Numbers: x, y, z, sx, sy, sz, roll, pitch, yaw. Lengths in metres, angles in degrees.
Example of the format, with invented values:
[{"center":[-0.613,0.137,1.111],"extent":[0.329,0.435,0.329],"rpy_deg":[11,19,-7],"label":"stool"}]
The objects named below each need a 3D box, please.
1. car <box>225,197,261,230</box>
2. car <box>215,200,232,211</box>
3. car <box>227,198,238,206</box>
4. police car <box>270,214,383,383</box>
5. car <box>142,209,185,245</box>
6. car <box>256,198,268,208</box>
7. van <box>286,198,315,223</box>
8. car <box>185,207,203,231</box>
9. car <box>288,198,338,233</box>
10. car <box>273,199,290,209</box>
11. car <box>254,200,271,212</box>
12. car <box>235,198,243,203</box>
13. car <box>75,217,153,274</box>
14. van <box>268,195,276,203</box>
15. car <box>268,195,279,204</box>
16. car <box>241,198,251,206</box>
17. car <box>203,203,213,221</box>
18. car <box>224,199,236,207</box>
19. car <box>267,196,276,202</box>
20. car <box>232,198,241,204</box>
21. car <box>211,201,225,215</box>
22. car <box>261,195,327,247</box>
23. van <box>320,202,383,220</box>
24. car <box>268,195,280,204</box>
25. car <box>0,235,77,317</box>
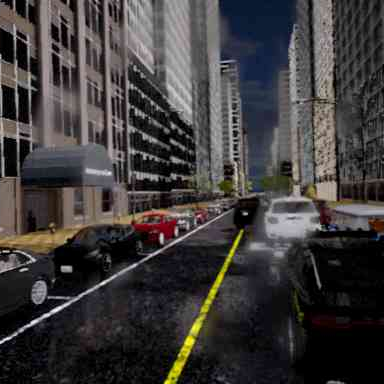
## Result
[{"center":[4.690,1.336,21.797],"extent":[2.150,2.045,5.566],"rpy_deg":[-3,-1,35],"label":"car"},{"center":[4.822,1.988,50.390],"extent":[2.008,1.369,4.403],"rpy_deg":[-2,-1,11],"label":"car"},{"center":[8.200,1.970,67.103],"extent":[1.967,1.590,4.097],"rpy_deg":[-2,-1,11],"label":"car"},{"center":[2.488,1.420,5.637],"extent":[1.930,1.638,5.238],"rpy_deg":[-2,-1,11],"label":"police car"},{"center":[-1.943,1.795,16.967],"extent":[1.887,1.381,4.507],"rpy_deg":[-2,-1,11],"label":"car"},{"center":[11.707,1.826,55.702],"extent":[1.812,1.442,4.674],"rpy_deg":[-2,-1,11],"label":"car"},{"center":[8.514,1.400,26.450],"extent":[1.690,1.788,3.998],"rpy_deg":[-2,-1,11],"label":"van"},{"center":[-0.816,1.832,22.537],"extent":[2.008,1.369,4.403],"rpy_deg":[-2,-1,11],"label":"car"},{"center":[7.386,1.343,20.880],"extent":[2.192,1.841,5.009],"rpy_deg":[-2,-1,11],"label":"car"},{"center":[13.033,1.734,48.729],"extent":[2.008,1.369,4.403],"rpy_deg":[-2,-1,11],"label":"car"},{"center":[9.074,1.791,42.603],"extent":[1.994,1.385,4.181],"rpy_deg":[-2,-1,12],"label":"car"},{"center":[12.715,2.217,89.384],"extent":[1.947,1.339,4.313],"rpy_deg":[-2,-1,11],"label":"car"},{"center":[-3.070,1.785,11.396],"extent":[1.947,1.339,4.313],"rpy_deg":[-2,-1,11],"label":"car"},{"center":[19.790,1.709,82.156],"extent":[1.690,1.788,3.998],"rpy_deg":[-2,-1,11],"label":"van"},{"center":[18.661,1.652,76.586],"extent":[2.192,1.841,5.009],"rpy_deg":[-2,-1,11],"label":"car"},{"center":[10.719,1.970,65.932],"extent":[1.812,1.442,4.674],"rpy_deg":[-2,-1,11],"label":"car"},{"center":[0.313,1.895,28.107],"extent":[1.802,1.307,4.206],"rpy_deg":[-2,-1,11],"label":"car"},{"center":[7.078,2.081,61.531],"extent":[1.802,1.307,4.206],"rpy_deg":[-2,-1,11],"label":"car"},{"center":[20.921,1.838,87.725],"extent":[1.967,1.590,4.097],"rpy_deg":[-2,-1,11],"label":"car"},{"center":[10.425,2.115,78.077],"extent":[1.752,1.417,4.829],"rpy_deg":[-2,-1,11],"label":"car"},{"center":[2.567,1.926,39.249],"extent":[2.008,1.369,4.403],"rpy_deg":[-2,-1,11],"label":"car"},{"center":[4.450,1.274,15.362],"extent":[2.150,2.045,5.566],"rpy_deg":[-2,-1,11],"label":"car"},{"center":[5.132,1.307,9.738],"extent":[1.690,1.788,3.998],"rpy_deg":[-2,-1,11],"label":"van"},{"center":[17.534,1.622,71.015],"extent":[2.192,1.841,5.009],"rpy_deg":[-2,-1,11],"label":"car"},{"center":[-4.199,1.739,5.825],"extent":[2.008,1.369,4.403],"rpy_deg":[-2,-1,11],"label":"car"}]
